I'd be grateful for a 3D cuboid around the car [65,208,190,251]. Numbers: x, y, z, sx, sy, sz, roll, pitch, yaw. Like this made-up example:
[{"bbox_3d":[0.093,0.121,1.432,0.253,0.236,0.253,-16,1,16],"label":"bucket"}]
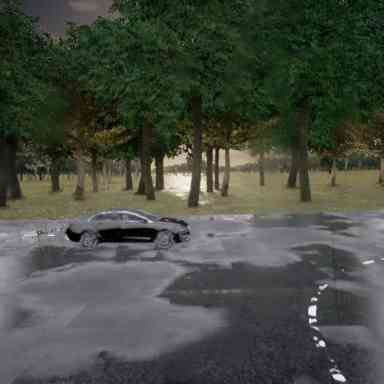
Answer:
[{"bbox_3d":[-2.543,1.398,13.452,4.902,1.511,2.128,-1,2,-1],"label":"car"}]
